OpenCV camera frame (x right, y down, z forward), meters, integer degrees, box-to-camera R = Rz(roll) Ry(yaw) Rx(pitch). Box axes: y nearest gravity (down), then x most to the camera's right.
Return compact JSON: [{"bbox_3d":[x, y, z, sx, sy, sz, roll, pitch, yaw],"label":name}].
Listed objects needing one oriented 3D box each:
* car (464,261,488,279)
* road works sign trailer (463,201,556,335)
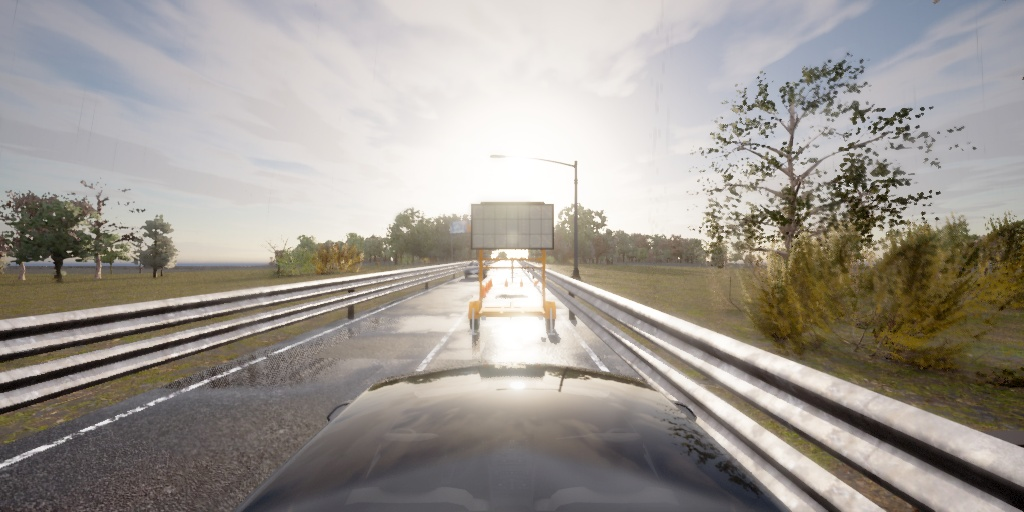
[{"bbox_3d":[-3.238,1.253,32.957,2.128,1.511,4.902,0,0,0],"label":"car"},{"bbox_3d":[0.014,0.218,10.494,2.380,3.560,2.880,0,0,0],"label":"road works sign trailer"}]
